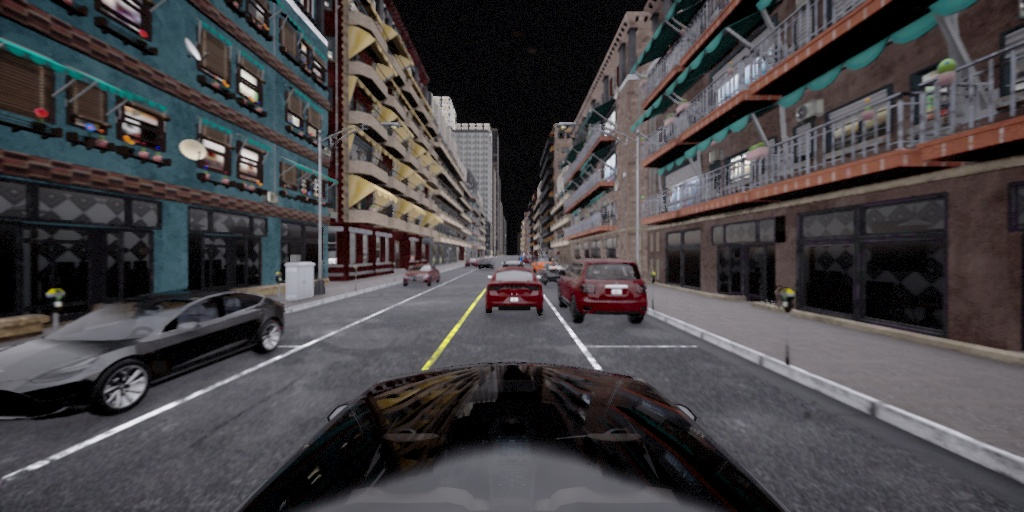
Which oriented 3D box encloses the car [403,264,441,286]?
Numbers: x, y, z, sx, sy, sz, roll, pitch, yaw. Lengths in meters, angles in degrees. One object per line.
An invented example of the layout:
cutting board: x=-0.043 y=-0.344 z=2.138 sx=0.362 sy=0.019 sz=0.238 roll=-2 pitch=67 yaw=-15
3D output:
car: x=-5.682 y=1.166 z=23.003 sx=1.802 sy=1.307 sz=4.207 roll=0 pitch=0 yaw=0

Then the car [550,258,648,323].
car: x=2.694 y=0.986 z=11.637 sx=2.192 sy=1.841 sz=5.009 roll=0 pitch=0 yaw=0

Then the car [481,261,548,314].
car: x=0.085 y=1.136 z=13.277 sx=1.882 sy=1.535 sz=5.008 roll=0 pitch=1 yaw=0

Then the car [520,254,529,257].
car: x=2.712 y=0.637 z=57.095 sx=2.192 sy=1.841 sz=5.009 roll=0 pitch=0 yaw=0

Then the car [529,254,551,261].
car: x=3.127 y=0.834 z=36.201 sx=2.097 sy=1.767 sz=4.553 roll=0 pitch=0 yaw=0

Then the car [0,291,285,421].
car: x=-5.689 y=1.283 z=5.955 sx=1.948 sy=1.339 sz=4.313 roll=0 pitch=0 yaw=0

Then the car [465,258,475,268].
car: x=-5.670 y=0.911 z=51.414 sx=1.888 sy=1.381 sz=4.507 roll=0 pitch=0 yaw=0

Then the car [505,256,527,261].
car: x=0.101 y=0.997 z=31.271 sx=1.882 sy=1.535 sz=5.008 roll=0 pitch=0 yaw=0

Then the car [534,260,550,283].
car: x=2.699 y=1.134 z=23.002 sx=2.007 sy=1.370 sz=4.403 roll=0 pitch=0 yaw=0

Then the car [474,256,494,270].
car: x=-3.076 y=1.027 z=43.469 sx=1.895 sy=1.301 sz=4.718 roll=0 pitch=0 yaw=0

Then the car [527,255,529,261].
car: x=3.162 y=0.932 z=43.232 sx=1.837 sy=1.490 sz=4.892 roll=0 pitch=0 yaw=0
